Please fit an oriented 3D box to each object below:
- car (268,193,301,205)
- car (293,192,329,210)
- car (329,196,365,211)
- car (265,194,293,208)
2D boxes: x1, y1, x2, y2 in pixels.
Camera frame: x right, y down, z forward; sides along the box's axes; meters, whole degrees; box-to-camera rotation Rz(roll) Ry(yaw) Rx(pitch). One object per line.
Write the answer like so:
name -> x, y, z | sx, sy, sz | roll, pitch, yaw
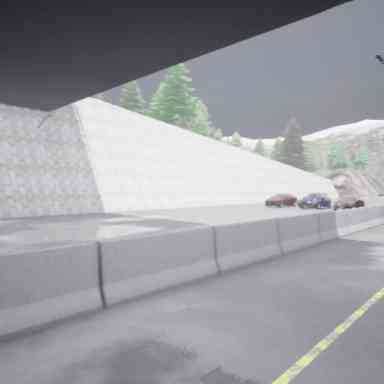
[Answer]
car -> 12.587, 0.914, 44.980 | 2.033, 1.411, 5.357 | 1, 1, 43
car -> 12.986, 0.888, 35.092 | 2.097, 1.767, 4.553 | 1, 1, 43
car -> 15.509, 1.129, 32.671 | 1.812, 1.442, 4.674 | 1, 1, 43
car -> 9.986, 0.952, 37.003 | 1.882, 1.535, 5.008 | 1, 1, 43
